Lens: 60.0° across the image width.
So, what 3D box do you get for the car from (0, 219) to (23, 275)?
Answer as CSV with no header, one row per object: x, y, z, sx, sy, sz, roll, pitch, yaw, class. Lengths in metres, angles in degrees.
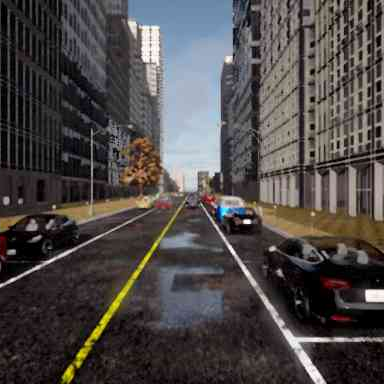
-5.688,1.513,6.925,1.887,1.381,4.507,0,0,0,car

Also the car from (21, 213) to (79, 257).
-5.688,1.508,12.618,1.947,1.339,4.313,0,0,0,car

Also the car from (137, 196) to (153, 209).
-5.686,1.323,40.910,1.752,1.417,4.829,0,0,0,car

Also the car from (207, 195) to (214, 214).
2.694,1.297,29.685,1.967,1.590,4.097,0,0,0,car

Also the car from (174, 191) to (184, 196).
-2.998,0.547,79.276,2.097,1.767,4.553,0,0,0,car

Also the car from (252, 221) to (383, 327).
2.693,1.534,6.917,1.947,1.339,4.313,0,0,0,car

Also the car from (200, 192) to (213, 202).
2.696,0.984,63.837,2.192,1.841,5.009,0,0,0,car

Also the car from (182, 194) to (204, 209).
0.101,1.282,42.163,2.128,1.511,4.902,0,0,0,car

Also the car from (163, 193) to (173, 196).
-5.685,1.187,69.543,2.008,1.369,4.403,0,0,0,car

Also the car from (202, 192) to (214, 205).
2.696,1.049,52.453,2.192,1.841,5.009,0,0,0,car

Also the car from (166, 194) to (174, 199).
-5.685,1.114,86.618,1.802,1.307,4.206,0,0,0,car

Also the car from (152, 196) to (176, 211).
-3.094,1.412,38.445,1.895,1.301,4.718,0,0,0,car

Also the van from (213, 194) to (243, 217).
2.694,1.227,23.994,1.690,1.788,3.998,0,0,0,van

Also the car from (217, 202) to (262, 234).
2.693,1.480,18.301,1.947,1.339,4.313,0,0,0,car

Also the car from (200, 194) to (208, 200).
2.696,1.126,75.392,1.752,1.417,4.829,0,0,0,car
